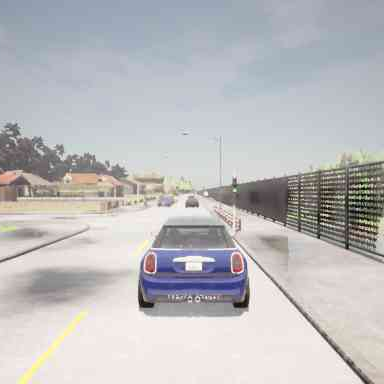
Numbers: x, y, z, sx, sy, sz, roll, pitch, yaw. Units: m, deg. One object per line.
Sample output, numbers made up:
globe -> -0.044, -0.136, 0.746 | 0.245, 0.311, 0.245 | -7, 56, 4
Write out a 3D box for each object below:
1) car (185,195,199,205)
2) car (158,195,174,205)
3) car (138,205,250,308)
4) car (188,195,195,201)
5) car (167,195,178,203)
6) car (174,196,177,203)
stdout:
car -> 0.002, 1.564, 50.125 | 1.994, 1.385, 4.181 | 0, 0, 0
car -> -4.182, 1.526, 50.933 | 1.812, 1.442, 4.674 | 0, 0, 0
car -> 0.038, 1.352, 8.078 | 2.097, 1.767, 4.553 | 0, 0, 0
car -> -0.165, 1.524, 85.445 | 1.812, 1.442, 4.674 | 0, 0, 0
car -> -4.133, 1.478, 70.964 | 1.882, 1.535, 5.008 | 0, 0, 0
car -> -4.183, 1.547, 60.701 | 2.033, 1.411, 5.357 | 0, 0, 0
